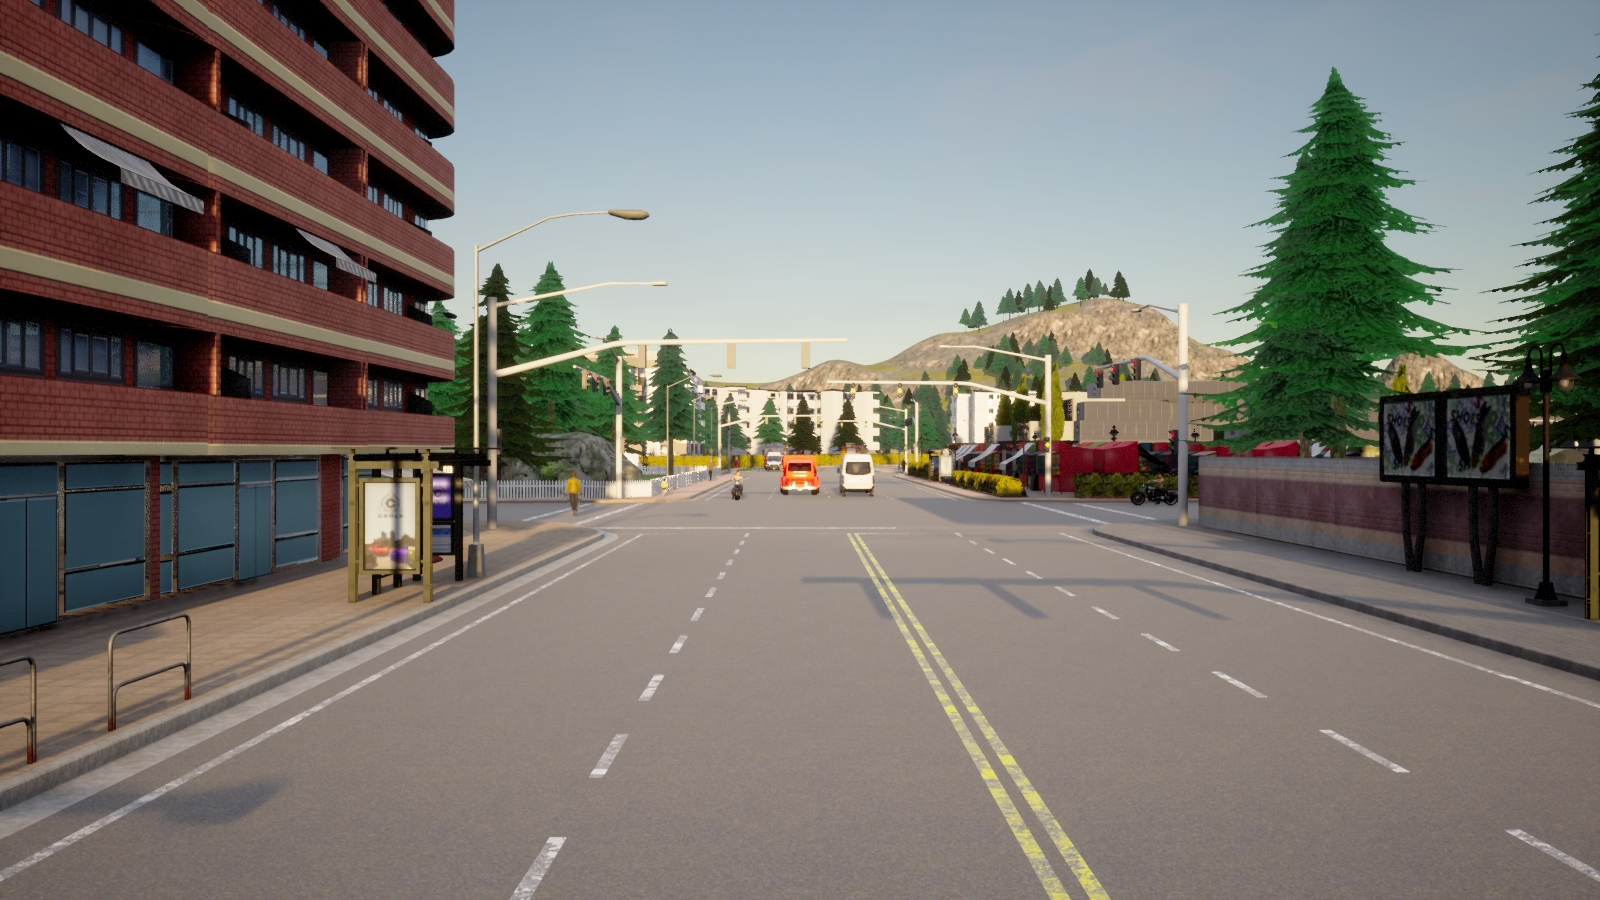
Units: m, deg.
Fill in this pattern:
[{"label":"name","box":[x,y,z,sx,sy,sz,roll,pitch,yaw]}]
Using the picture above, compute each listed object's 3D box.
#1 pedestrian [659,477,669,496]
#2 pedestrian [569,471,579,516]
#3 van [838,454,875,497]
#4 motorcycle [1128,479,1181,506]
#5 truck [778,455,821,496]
[{"label":"pedestrian","box":[-7.734,2.079,65.140,0.500,1.100,0.500,0,0,0]},{"label":"pedestrian","box":[-9.333,1.795,47.147,0.375,1.860,0.375,0,0,-7]},{"label":"van","box":[3.502,1.538,71.667,1.988,2.561,5.915,0,0,0]},{"label":"motorcycle","box":[17.582,2.102,56.689,2.356,1.307,0.764,0,0,0]},{"label":"truck","box":[-0.006,1.572,72.542,2.627,2.467,5.204,0,0,0]}]
